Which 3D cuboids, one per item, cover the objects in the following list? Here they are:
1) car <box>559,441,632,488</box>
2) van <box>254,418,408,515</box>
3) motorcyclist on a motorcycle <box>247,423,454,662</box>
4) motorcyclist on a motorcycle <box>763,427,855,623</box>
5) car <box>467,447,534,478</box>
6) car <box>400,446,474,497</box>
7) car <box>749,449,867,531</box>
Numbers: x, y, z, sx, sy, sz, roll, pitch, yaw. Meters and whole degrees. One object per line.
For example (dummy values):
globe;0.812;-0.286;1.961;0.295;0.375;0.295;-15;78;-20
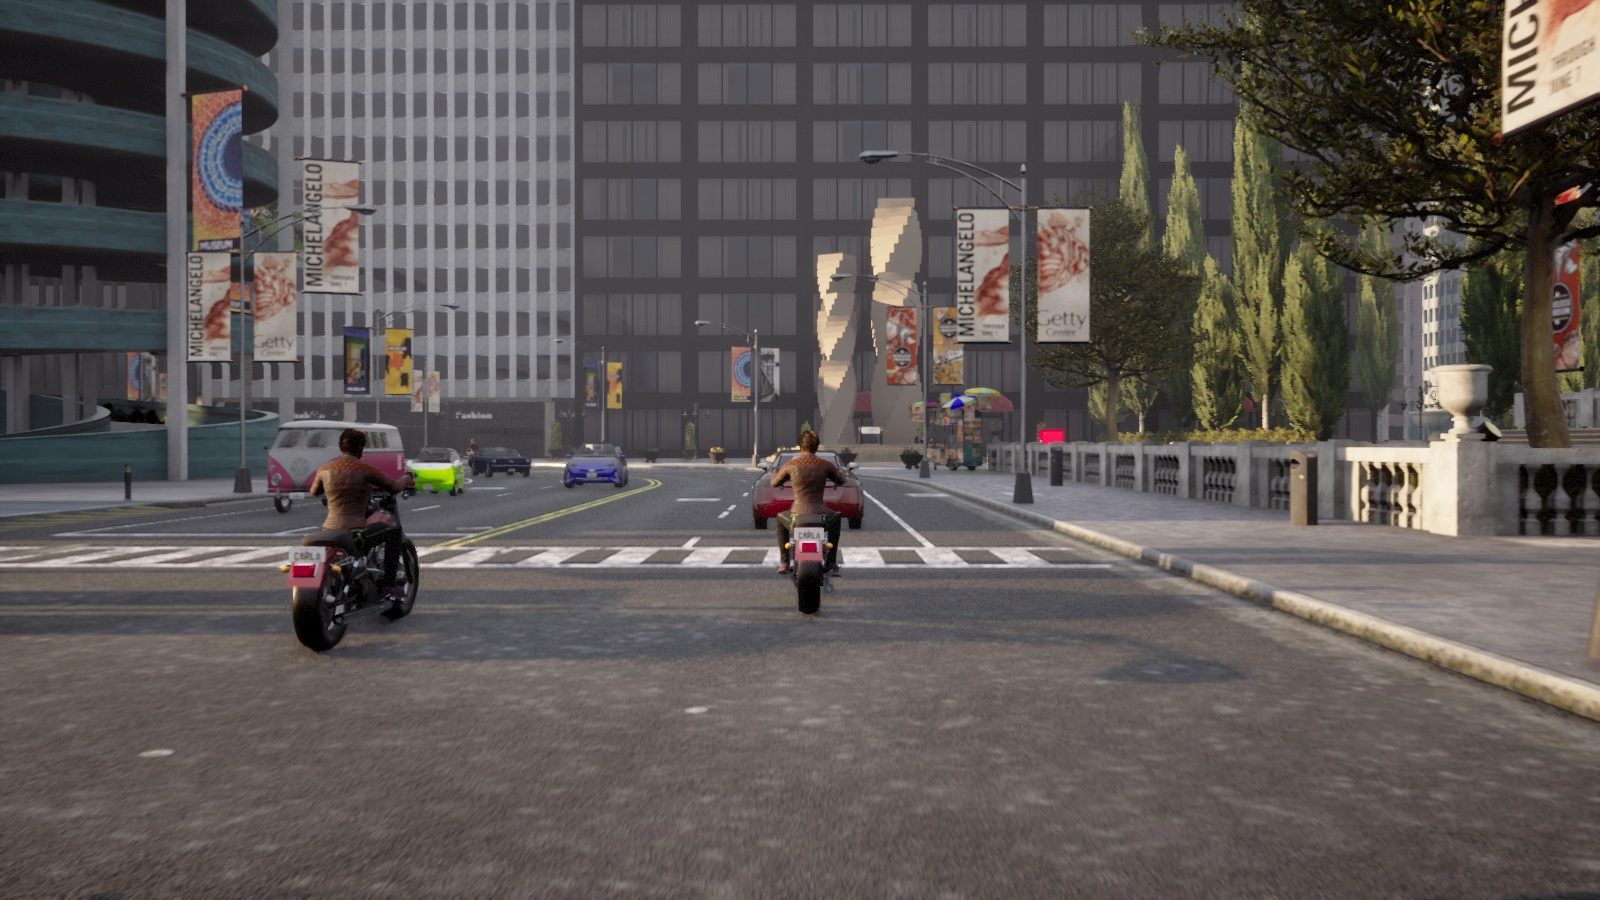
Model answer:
car;-6.861;0.448;42.597;2.007;1.525;4.514;0;0;-4
van;-10.329;0.333;28.047;1.775;1.987;4.442;0;0;0
motorcyclist on a motorcycle;-3.428;0.639;9.843;0.766;1.649;2.350;0;0;0
motorcyclist on a motorcycle;0.083;0.631;11.765;0.766;1.649;2.350;0;0;0
car;-13.289;0.523;55.582;1.895;1.301;4.718;0;0;-26
car;-10.327;0.592;35.809;1.481;1.376;2.207;0;0;0
car;0.150;0.678;23.432;1.994;1.385;4.181;0;0;0
